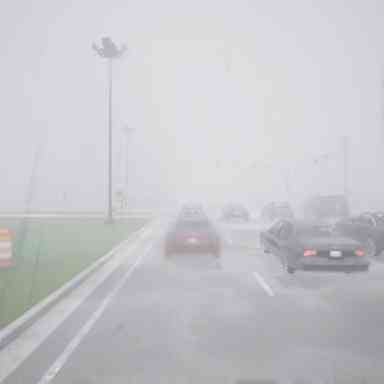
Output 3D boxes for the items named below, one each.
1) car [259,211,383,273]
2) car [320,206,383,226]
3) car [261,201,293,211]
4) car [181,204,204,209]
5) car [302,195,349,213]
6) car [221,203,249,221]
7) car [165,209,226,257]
[{"bbox_3d":[3.518,1.553,10.626,2.033,1.411,5.357,0,0,0],"label":"car"},{"bbox_3d":[7.040,1.499,12.816,2.128,1.511,4.902,0,0,1],"label":"car"},{"bbox_3d":[7.039,1.506,27.808,2.128,1.511,4.902,0,0,1],"label":"car"},{"bbox_3d":[0.032,1.615,27.202,1.895,1.301,4.718,0,0,1],"label":"car"},{"bbox_3d":[10.596,1.237,26.674,2.150,2.045,5.566,0,0,2],"label":"car"},{"bbox_3d":[3.540,1.579,27.813,1.994,1.385,4.181,0,0,1],"label":"car"},{"bbox_3d":[0.043,1.571,12.992,1.994,1.385,4.181,0,0,1],"label":"car"}]
